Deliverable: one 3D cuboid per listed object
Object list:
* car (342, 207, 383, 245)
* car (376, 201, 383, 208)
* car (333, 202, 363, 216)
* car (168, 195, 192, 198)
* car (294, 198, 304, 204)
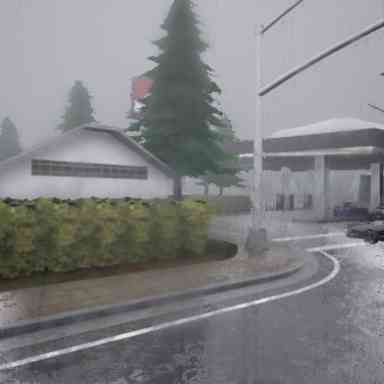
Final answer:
[{"bbox_3d":[9.728,1.648,14.510,5.357,1.411,2.033,1,1,30],"label":"car"},{"bbox_3d":[17.633,1.726,29.987,3.866,1.878,1.905,1,-1,-36],"label":"car"},{"bbox_3d":[17.801,1.949,37.116,4.611,1.667,2.242,1,-1,-36],"label":"car"},{"bbox_3d":[-1.930,1.365,32.865,2.150,2.045,5.566,1,-2,-35],"label":"car"},{"bbox_3d":[28.911,2.293,86.599,2.152,1.636,5.027,1,-1,-36],"label":"car"}]
